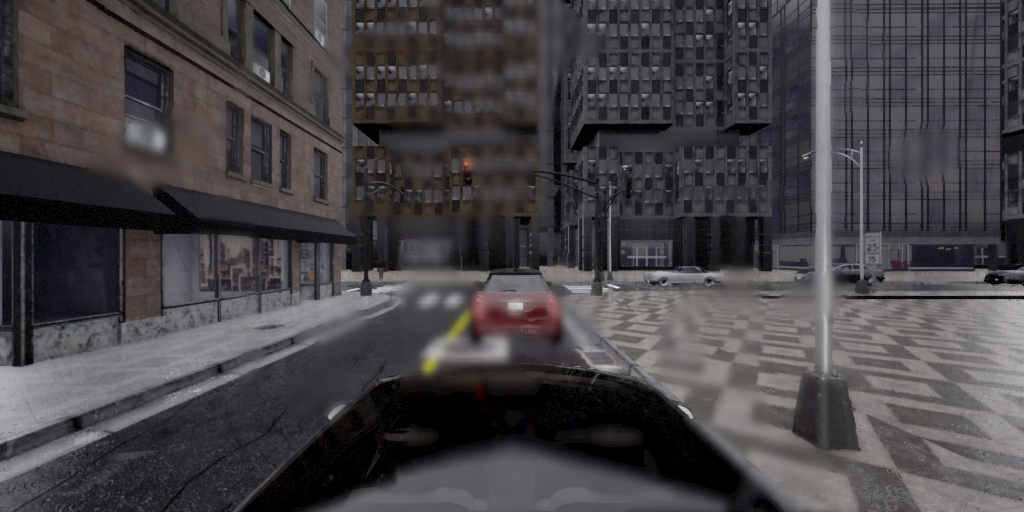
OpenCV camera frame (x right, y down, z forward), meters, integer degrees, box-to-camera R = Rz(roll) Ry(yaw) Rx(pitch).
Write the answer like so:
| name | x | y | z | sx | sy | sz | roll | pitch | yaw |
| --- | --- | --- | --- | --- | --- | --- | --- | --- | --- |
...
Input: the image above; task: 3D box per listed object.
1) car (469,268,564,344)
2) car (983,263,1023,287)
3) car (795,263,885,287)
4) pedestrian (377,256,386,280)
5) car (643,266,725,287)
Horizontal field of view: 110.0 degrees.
| name | x | y | z | sx | sy | sz | roll | pitch | yaw |
| --- | --- | --- | --- | --- | --- | --- | --- | --- | --- |
| car | 0.069 | 1.102 | 9.731 | 2.097 | 1.767 | 4.553 | 0 | 0 | -1 |
| car | 33.996 | 1.198 | 23.377 | 4.892 | 1.490 | 1.837 | -2 | 0 | 1 |
| car | 21.387 | 1.208 | 23.532 | 4.902 | 1.511 | 2.128 | 0 | 0 | 1 |
| pedestrian | -9.838 | 0.901 | 26.913 | 0.375 | 1.860 | 0.375 | 0 | 0 | 1 |
| car | 11.195 | 1.331 | 23.647 | 4.718 | 1.301 | 1.895 | 0 | 0 | 1 |
